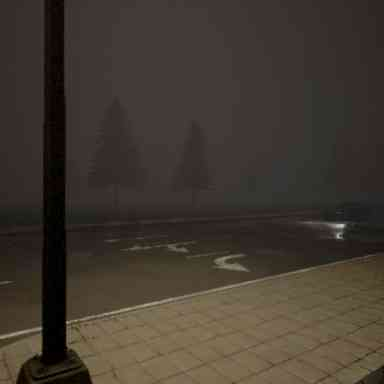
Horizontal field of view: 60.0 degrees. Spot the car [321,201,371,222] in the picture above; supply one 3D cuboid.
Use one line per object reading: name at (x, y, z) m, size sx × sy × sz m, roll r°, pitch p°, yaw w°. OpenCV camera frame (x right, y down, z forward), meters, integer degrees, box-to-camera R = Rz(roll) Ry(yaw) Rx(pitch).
car at (12.461, 1.528, 26.873) m, size 5.008 × 1.535 × 1.882 m, roll -1°, pitch 1°, yaw -35°
